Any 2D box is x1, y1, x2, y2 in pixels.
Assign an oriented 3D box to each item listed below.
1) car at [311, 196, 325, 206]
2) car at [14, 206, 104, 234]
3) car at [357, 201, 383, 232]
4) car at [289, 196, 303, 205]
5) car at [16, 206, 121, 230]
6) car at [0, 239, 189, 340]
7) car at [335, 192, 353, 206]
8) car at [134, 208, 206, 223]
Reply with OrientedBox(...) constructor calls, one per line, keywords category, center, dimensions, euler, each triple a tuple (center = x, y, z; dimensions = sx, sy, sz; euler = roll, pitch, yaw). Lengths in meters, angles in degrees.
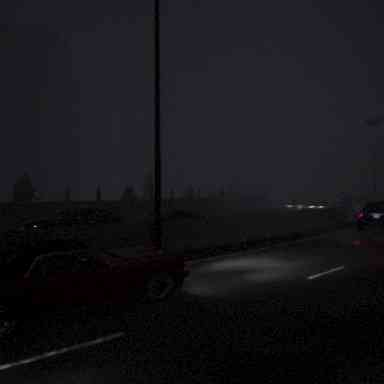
OrientedBox(category="car", center=(19.507, 1.397, 51.315), dimensions=(1.812, 1.442, 4.674), euler=(0, 0, 23))
OrientedBox(category="car", center=(-7.951, 1.606, 20.176), dimensions=(4.718, 1.301, 1.895), euler=(0, 0, -40))
OrientedBox(category="car", center=(11.057, 1.291, 18.865), dimensions=(2.097, 1.767, 4.553), euler=(0, 0, 43))
OrientedBox(category="car", center=(17.199, 1.381, 54.807), dimensions=(1.837, 1.490, 4.892), euler=(0, 0, 22))
OrientedBox(category="car", center=(-6.109, 1.507, 17.231), dimensions=(4.892, 1.490, 1.837), euler=(0, 0, -40))
OrientedBox(category="car", center=(-2.393, 1.602, 6.509), dimensions=(4.718, 1.301, 1.895), euler=(0, 0, -37))
OrientedBox(category="car", center=(22.992, 1.081, 50.486), dimensions=(2.150, 2.045, 5.566), euler=(0, 0, 23))
OrientedBox(category="car", center=(-1.011, 1.549, 17.014), dimensions=(4.181, 1.385, 1.994), euler=(0, 0, -42))
